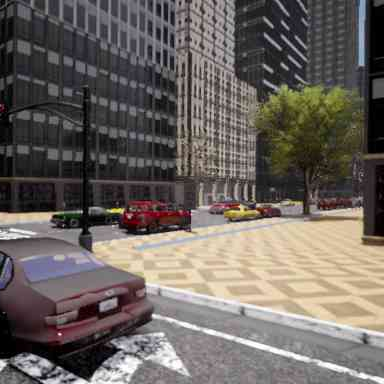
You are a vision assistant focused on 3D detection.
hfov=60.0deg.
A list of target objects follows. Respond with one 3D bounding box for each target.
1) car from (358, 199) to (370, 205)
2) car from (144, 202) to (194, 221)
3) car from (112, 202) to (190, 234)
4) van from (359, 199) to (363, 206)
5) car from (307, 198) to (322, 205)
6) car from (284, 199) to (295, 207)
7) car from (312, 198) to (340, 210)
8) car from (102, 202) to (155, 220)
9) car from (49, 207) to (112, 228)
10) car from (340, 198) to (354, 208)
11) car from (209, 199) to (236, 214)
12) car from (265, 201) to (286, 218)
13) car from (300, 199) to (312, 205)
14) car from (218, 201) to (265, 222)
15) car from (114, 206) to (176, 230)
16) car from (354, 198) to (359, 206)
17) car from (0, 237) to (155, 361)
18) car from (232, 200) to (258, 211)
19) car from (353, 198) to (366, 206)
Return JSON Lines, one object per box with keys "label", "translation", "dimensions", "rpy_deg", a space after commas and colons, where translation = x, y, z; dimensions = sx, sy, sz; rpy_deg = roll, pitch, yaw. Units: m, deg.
{"label": "car", "translation": [41.399, 2.433, 79.990], "dimensions": [1.802, 1.307, 4.206], "rpy_deg": [0, 0, 36]}
{"label": "car", "translation": [-2.057, 1.731, 30.962], "dimensions": [1.837, 1.490, 4.892], "rpy_deg": [1, 0, 37]}
{"label": "car", "translation": [-2.202, 1.553, 21.042], "dimensions": [2.192, 1.841, 5.009], "rpy_deg": [0, 0, 36]}
{"label": "van", "translation": [34.693, 2.102, 70.922], "dimensions": [1.690, 1.788, 3.998], "rpy_deg": [0, 0, 36]}
{"label": "car", "translation": [27.939, 2.192, 75.885], "dimensions": [2.008, 1.369, 4.403], "rpy_deg": [0, 0, 36]}
{"label": "car", "translation": [17.780, 2.027, 62.150], "dimensions": [1.752, 1.417, 4.829], "rpy_deg": [0, 0, 36]}
{"label": "car", "translation": [21.277, 1.891, 52.784], "dimensions": [2.192, 1.841, 5.009], "rpy_deg": [0, 0, 36]}
{"label": "car", "translation": [-5.690, 1.692, 30.420], "dimensions": [1.752, 1.417, 4.829], "rpy_deg": [0, 0, 36]}
{"label": "car", "translation": [-7.523, 1.747, 23.553], "dimensions": [1.895, 1.301, 4.718], "rpy_deg": [1, 0, 36]}
{"label": "car", "translation": [27.985, 1.984, 61.853], "dimensions": [2.192, 1.841, 5.009], "rpy_deg": [0, 0, 36]}
{"label": "car", "translation": [3.921, 1.665, 39.023], "dimensions": [2.097, 1.767, 4.553], "rpy_deg": [1, 0, 37]}
{"label": "car", "translation": [7.858, 1.967, 34.645], "dimensions": [1.802, 1.307, 4.206], "rpy_deg": [0, 0, 36]}
{"label": "car", "translation": [24.586, 2.177, 71.351], "dimensions": [1.802, 1.307, 4.206], "rpy_deg": [0, 0, 36]}
{"label": "car", "translation": [4.605, 1.863, 30.247], "dimensions": [1.752, 1.417, 4.829], "rpy_deg": [0, 0, 36]}
{"label": "car", "translation": [-3.278, 1.780, 23.977], "dimensions": [1.994, 1.385, 4.181], "rpy_deg": [1, 0, 37]}
{"label": "car", "translation": [31.337, 2.259, 66.387], "dimensions": [1.887, 1.381, 4.507], "rpy_deg": [0, 0, 36]}
{"label": "car", "translation": [-3.090, 1.555, 6.001], "dimensions": [5.357, 1.411, 2.033], "rpy_deg": [0, 0, 38]}
{"label": "car", "translation": [7.823, 1.928, 48.688], "dimensions": [1.947, 1.339, 4.313], "rpy_deg": [0, 0, 36]}
{"label": "car", "translation": [38.046, 2.246, 75.456], "dimensions": [1.967, 1.590, 4.097], "rpy_deg": [0, 0, 36]}
